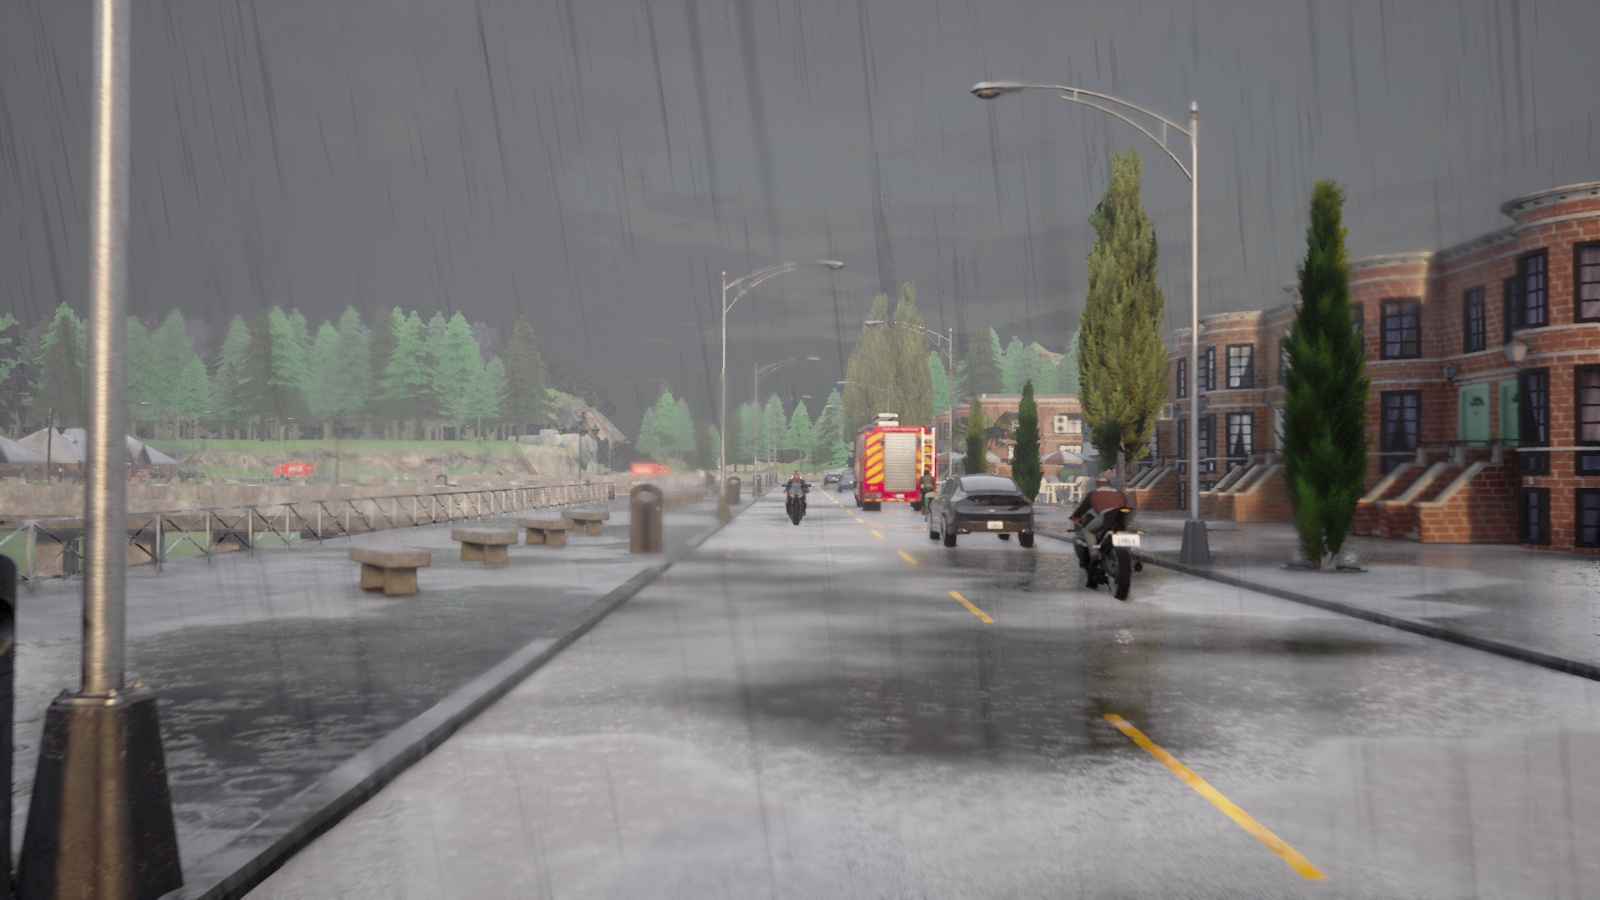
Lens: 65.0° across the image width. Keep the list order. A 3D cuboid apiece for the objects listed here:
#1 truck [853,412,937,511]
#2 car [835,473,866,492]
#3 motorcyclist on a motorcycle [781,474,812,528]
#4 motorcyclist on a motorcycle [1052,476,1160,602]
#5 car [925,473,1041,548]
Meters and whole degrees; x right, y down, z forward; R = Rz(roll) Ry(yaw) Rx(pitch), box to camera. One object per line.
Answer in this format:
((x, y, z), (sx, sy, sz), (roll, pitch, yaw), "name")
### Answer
((3.857, 0.521, 52.936), (2.891, 3.827, 8.468), (0, -1, 0), "truck")
((3.756, 2.420, 93.937), (2.033, 1.411, 5.357), (0, -1, 0), "car")
((-0.095, 1.465, 36.747), (0.866, 1.530, 2.191), (0, -1, 0), "motorcyclist on a motorcycle")
((3.956, 1.109, 16.440), (0.866, 1.530, 2.191), (0, -1, 0), "motorcyclist on a motorcycle")
((3.927, 1.269, 27.793), (1.837, 1.490, 4.892), (0, -1, 0), "car")
